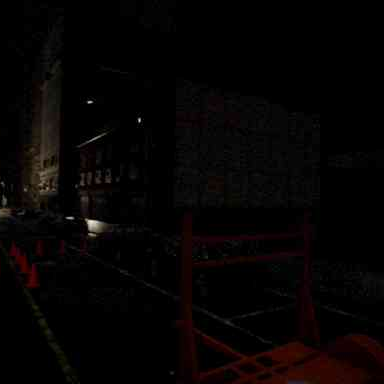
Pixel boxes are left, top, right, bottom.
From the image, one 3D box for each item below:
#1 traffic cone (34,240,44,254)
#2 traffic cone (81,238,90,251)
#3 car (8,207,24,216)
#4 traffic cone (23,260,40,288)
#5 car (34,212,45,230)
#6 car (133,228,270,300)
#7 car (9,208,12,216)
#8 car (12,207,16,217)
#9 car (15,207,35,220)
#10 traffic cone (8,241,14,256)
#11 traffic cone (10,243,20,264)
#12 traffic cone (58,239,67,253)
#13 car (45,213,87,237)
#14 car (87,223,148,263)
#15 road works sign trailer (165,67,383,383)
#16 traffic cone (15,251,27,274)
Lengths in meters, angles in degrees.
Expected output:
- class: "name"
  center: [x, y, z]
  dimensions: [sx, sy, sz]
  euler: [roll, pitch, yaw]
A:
- class: "traffic cone"
  center: [-6.697, 2.404, 14.574]
  dimensions: [0.340, 0.580, 0.340]
  euler: [2, -3, -33]
- class: "traffic cone"
  center: [-5.014, 2.470, 15.653]
  dimensions: [0.340, 0.580, 0.340]
  euler: [2, -3, -33]
- class: "car"
  center: [-29.511, 3.189, 55.715]
  dimensions: [1.887, 1.381, 4.507]
  euler: [1, -2, -33]
- class: "traffic cone"
  center: [-4.296, 2.234, 8.988]
  dimensions: [0.340, 0.580, 0.340]
  euler: [2, -3, -33]
- class: "car"
  center: [-11.664, 2.415, 27.931]
  dimensions: [1.887, 1.381, 4.507]
  euler: [1, -2, -33]
- class: "car"
  center: [0.234, 1.913, 9.407]
  dimensions: [2.008, 1.369, 4.403]
  euler: [1, -2, -33]
- class: "car"
  center: [-26.536, 3.060, 51.084]
  dimensions: [1.887, 1.381, 4.507]
  euler: [1, -2, -33]
- class: "car"
  center: [-23.561, 2.930, 46.453]
  dimensions: [1.887, 1.381, 4.507]
  euler: [1, -2, -33]
- class: "car"
  center: [-20.587, 2.822, 41.822]
  dimensions: [1.947, 1.339, 4.313]
  euler: [1, -2, -33]
- class: "traffic cone"
  center: [-7.538, 2.372, 14.035]
  dimensions: [0.340, 0.580, 0.340]
  euler: [2, -3, -33]
- class: "traffic cone"
  center: [-6.458, 2.326, 12.353]
  dimensions: [0.340, 0.580, 0.340]
  euler: [2, -3, -33]
- class: "traffic cone"
  center: [-5.856, 2.437, 15.114]
  dimensions: [0.340, 0.580, 0.340]
  euler: [2, -3, -33]
- class: "car"
  center: [-8.690, 2.182, 23.303]
  dimensions: [1.967, 1.590, 4.097]
  euler: [1, -2, -33]
- class: "car"
  center: [-2.741, 2.033, 14.038]
  dimensions: [1.887, 1.381, 4.507]
  euler: [1, -2, -33]
- class: "road works sign trailer"
  center: [0.601, 0.627, 3.856]
  dimensions: [2.380, 3.560, 2.880]
  euler: [2, -3, -35]
- class: "traffic cone"
  center: [-5.377, 2.280, 10.670]
  dimensions: [0.340, 0.580, 0.340]
  euler: [2, -3, -33]
